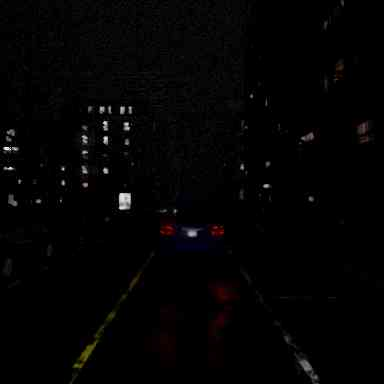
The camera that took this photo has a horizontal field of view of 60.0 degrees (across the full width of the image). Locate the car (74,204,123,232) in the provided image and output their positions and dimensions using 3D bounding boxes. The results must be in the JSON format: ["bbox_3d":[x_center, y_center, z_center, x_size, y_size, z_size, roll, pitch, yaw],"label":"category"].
[{"bbox_3d":[-5.685,1.631,21.226,1.967,1.590,4.097,0,-1,0],"label":"car"}]

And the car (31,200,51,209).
[{"bbox_3d":[-27.938,2.522,59.584,4.403,1.369,2.008,-1,1,0],"label":"car"}]

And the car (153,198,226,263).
[{"bbox_3d":[0.017,1.338,12.580,2.150,2.045,5.566,0,0,0],"label":"car"}]

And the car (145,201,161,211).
[{"bbox_3d":[-5.668,2.031,48.862,1.802,1.307,4.206,0,-1,0],"label":"car"}]

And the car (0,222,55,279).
[{"bbox_3d":[-5.690,1.642,10.170,2.008,1.369,4.403,0,-1,0],"label":"car"}]

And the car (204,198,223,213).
[{"bbox_3d":[2.707,1.711,43.331,2.192,1.841,5.009,0,-1,0],"label":"car"}]

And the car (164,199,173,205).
[{"bbox_3d":[-5.650,2.329,81.266,1.947,1.339,4.313,0,-1,0],"label":"car"}]

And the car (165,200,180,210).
[{"bbox_3d":[-2.987,2.041,51.719,1.994,1.385,4.181,0,-1,1],"label":"car"}]

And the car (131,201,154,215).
[{"bbox_3d":[-5.676,1.785,37.808,1.967,1.590,4.097,0,-1,0],"label":"car"}]

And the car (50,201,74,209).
[{"bbox_3d":[-22.369,2.441,59.622,4.403,1.369,2.008,-1,1,0],"label":"car"}]

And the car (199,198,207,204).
[{"bbox_3d":[2.734,2.384,86.772,1.947,1.339,4.313,0,-1,0],"label":"car"}]

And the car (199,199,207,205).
[{"bbox_3d":[2.731,2.344,81.249,1.802,1.307,4.206,0,-1,0],"label":"car"}]

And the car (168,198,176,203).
[{"bbox_3d":[-5.644,2.440,92.312,1.947,1.339,4.313,0,-1,0],"label":"car"}]

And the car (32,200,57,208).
[{"bbox_3d":[-30.233,2.460,68.206,4.097,1.590,1.967,-1,1,0],"label":"car"}]

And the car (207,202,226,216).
[{"bbox_3d":[2.706,1.889,37.801,1.887,1.381,4.507,0,-1,0],"label":"car"}]

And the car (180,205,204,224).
[{"bbox_3d":[0.034,1.856,28.272,1.895,1.301,4.718,0,-1,0],"label":"car"}]

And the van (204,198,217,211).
[{"bbox_3d":[2.711,1.790,48.858,1.690,1.788,3.998,0,-1,0],"label":"van"}]

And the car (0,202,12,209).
[{"bbox_3d":[-39.134,2.732,68.097,4.206,1.307,1.802,-1,1,0],"label":"car"}]
